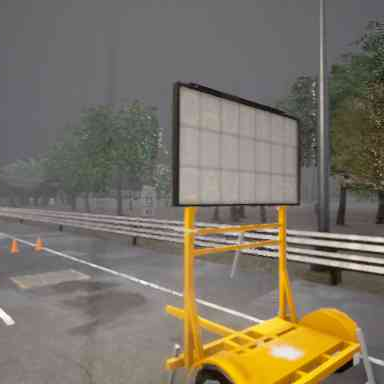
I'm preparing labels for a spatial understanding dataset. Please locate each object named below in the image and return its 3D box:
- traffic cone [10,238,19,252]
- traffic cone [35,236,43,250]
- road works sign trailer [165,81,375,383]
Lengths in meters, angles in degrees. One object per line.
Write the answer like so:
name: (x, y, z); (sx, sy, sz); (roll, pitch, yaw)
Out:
traffic cone: (-7.698, 2.285, 14.437); (0.340, 0.580, 0.340); (2, -2, -42)
traffic cone: (-6.950, 2.305, 15.100); (0.340, 0.580, 0.340); (1, -2, -42)
road works sign trailer: (0.544, 0.582, 4.405); (2.380, 3.560, 2.880); (1, -2, -42)
